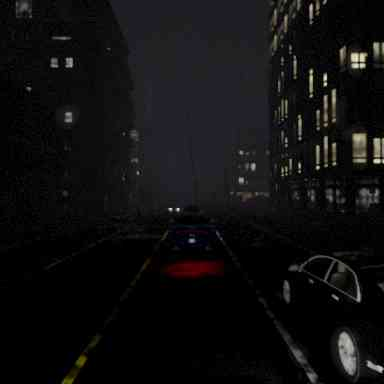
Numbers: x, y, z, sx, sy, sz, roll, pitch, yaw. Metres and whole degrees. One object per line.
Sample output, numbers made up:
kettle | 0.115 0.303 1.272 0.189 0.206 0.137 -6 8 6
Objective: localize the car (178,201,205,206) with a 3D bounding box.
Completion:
car | 0.010 1.813 29.389 1.812 1.442 4.674 0 0 0

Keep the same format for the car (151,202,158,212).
car | -5.737 2.040 46.452 1.802 1.307 4.206 0 -1 0

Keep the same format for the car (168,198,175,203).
car | -5.682 2.477 93.986 1.752 1.417 4.829 0 -1 0

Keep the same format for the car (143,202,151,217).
car | -5.688 1.879 33.536 2.008 1.369 4.403 0 -1 0

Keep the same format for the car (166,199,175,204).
car | -5.682 2.459 88.474 1.947 1.339 4.313 0 -1 0

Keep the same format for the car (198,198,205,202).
car | 2.698 2.394 94.158 1.967 1.590 4.097 0 -1 0

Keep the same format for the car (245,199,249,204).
car | 14.566 1.756 74.794 5.009 1.841 2.192 -1 1 0

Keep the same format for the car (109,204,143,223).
car | -5.689 1.823 27.888 2.008 1.369 4.403 0 -1 0

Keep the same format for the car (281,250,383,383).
car | 2.689 1.603 5.294 2.008 1.369 4.403 0 -1 0

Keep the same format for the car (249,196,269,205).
car | 14.700 1.687 66.416 5.009 1.841 2.192 -1 1 0

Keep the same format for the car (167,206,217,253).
car | 0.009 1.618 14.482 1.882 1.535 5.008 0 0 0

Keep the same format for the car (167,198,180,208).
car | -2.995 2.131 58.757 2.033 1.411 5.357 0 -1 0
